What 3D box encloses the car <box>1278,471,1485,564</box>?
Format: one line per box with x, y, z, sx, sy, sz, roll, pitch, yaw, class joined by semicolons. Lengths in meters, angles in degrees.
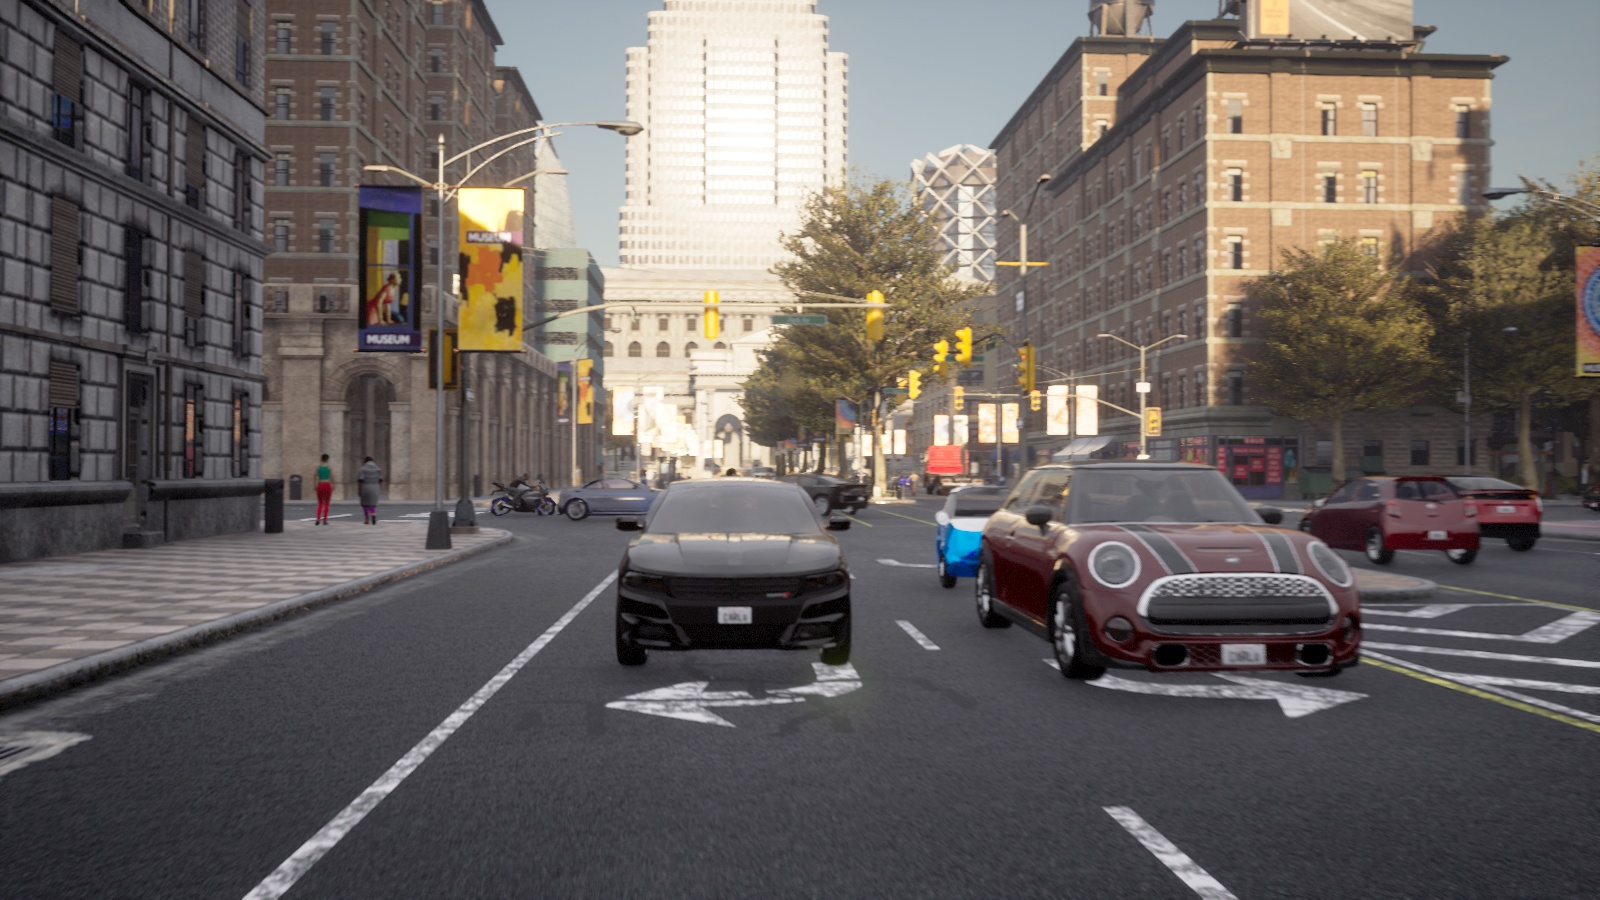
10.241;1.146;22.437;1.845;1.501;3.633;0;-1;-3;car

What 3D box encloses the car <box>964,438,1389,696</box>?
2.912;0.841;10.963;2.097;1.767;4.553;0;-1;-3;car

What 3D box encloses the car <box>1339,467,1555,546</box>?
13.470;1.131;26.521;2.007;1.525;4.514;0;-1;-3;car

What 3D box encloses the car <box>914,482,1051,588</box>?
2.512;1.153;17.668;1.481;1.376;2.207;0;-1;-3;car

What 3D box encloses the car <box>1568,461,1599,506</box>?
33.422;1.321;49.899;4.553;1.767;2.097;0;-1;-4;car

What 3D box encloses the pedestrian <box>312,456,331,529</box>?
-12.261;1.085;32.190;0.345;1.836;0.594;0;-1;-10;pedestrian

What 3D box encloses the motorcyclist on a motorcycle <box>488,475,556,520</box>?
-9.638;1.640;43.571;2.191;1.530;0.866;0;-1;-4;motorcyclist on a motorcycle

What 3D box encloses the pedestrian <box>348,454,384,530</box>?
-11.329;1.089;32.760;0.659;1.952;0.873;0;-1;-35;pedestrian

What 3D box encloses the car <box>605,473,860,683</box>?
-0.646;0.996;11.849;1.882;1.535;5.008;0;-1;-3;car

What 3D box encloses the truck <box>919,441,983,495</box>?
10.034;1.199;84.520;2.891;3.462;7.936;0;-1;-3;truck

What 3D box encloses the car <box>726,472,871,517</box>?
-0.094;1.549;44.846;5.008;1.535;1.882;-1;-1;34;car

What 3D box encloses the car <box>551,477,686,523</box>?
-5.756;1.592;40.308;4.181;1.385;1.994;0;-1;-5;car
